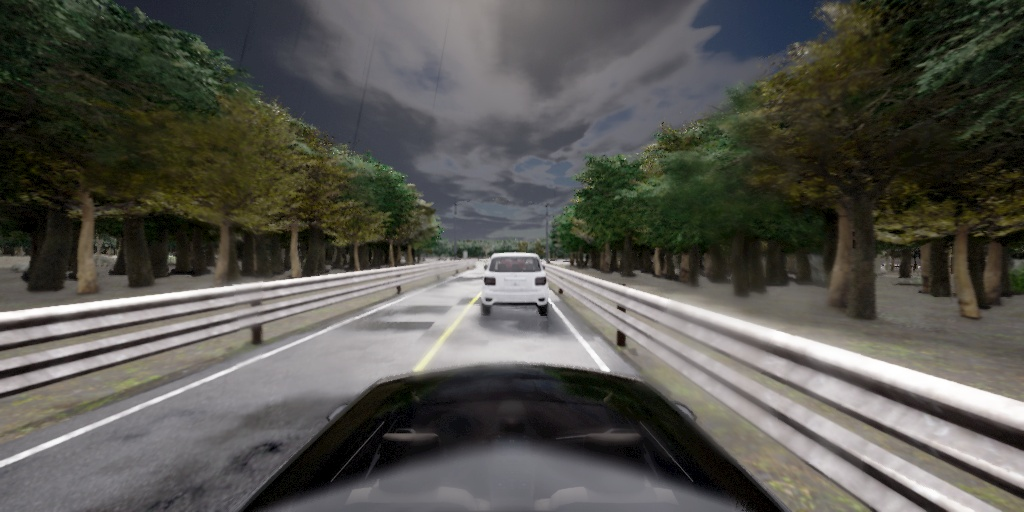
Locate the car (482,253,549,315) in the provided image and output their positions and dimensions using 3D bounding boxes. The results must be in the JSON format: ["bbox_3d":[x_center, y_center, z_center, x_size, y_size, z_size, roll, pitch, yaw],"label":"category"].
[{"bbox_3d":[0.101,0.911,13.423,2.150,2.045,5.566,0,0,0],"label":"car"}]
